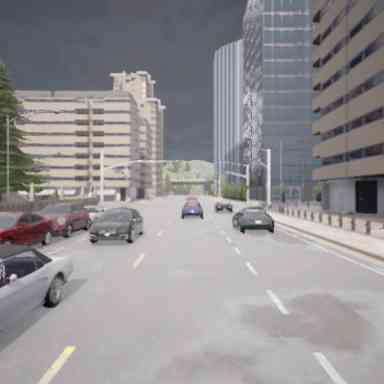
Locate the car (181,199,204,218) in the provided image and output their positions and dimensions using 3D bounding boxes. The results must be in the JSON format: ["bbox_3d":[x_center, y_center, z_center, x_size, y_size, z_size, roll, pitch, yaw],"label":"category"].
[{"bbox_3d":[0.048,1.601,30.554,1.994,1.385,4.181,0,0,0],"label":"car"}]

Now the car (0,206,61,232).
[{"bbox_3d":[-7.044,1.494,12.692,1.882,1.535,5.008,0,0,0],"label":"car"}]

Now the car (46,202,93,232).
[{"bbox_3d":[-7.001,1.374,17.671,2.097,1.767,4.553,0,0,0],"label":"car"}]

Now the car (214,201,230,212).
[{"bbox_3d":[3.589,1.647,38.514,1.895,1.301,4.718,0,0,0],"label":"car"}]

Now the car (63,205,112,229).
[{"bbox_3d":[-7.001,1.629,22.786,1.895,1.301,4.718,0,0,0],"label":"car"}]

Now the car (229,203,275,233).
[{"bbox_3d":[3.600,1.588,20.041,1.994,1.385,4.181,0,0,0],"label":"car"}]

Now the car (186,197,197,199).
[{"bbox_3d":[-0.070,1.402,42.218,2.097,1.767,4.553,0,0,-2],"label":"car"}]

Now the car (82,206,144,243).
[{"bbox_3d":[-3.508,1.525,16.218,1.837,1.490,4.892,0,0,0],"label":"car"}]

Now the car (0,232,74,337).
[{"bbox_3d":[-3.582,1.608,5.230,1.895,1.301,4.718,0,0,0],"label":"car"}]
